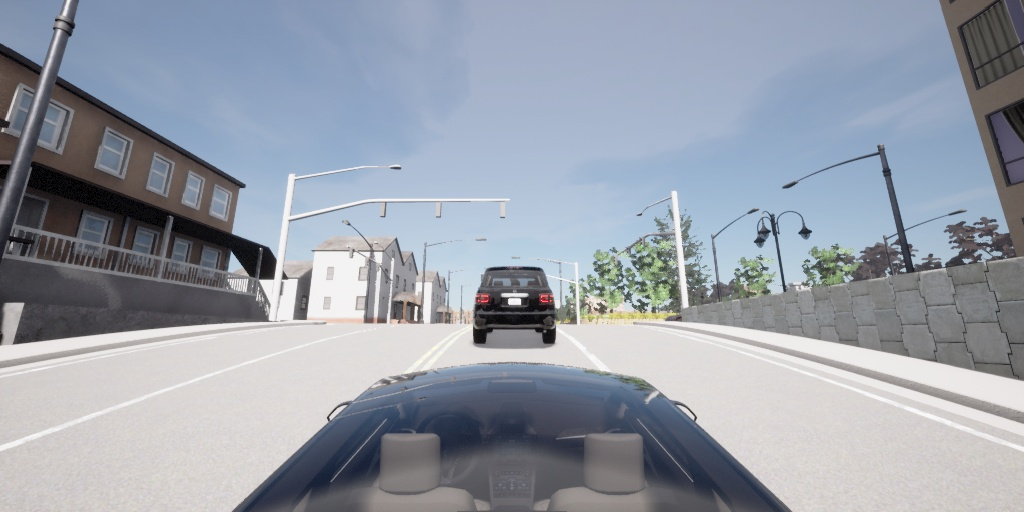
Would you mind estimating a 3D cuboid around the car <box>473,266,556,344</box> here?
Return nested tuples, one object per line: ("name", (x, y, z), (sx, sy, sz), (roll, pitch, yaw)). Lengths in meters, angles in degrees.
("car", (0.069, 1.502, 11.184), (2.150, 2.045, 5.566), (0, -7, 0))

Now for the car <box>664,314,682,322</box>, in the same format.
("car", (15.884, 5.453, 31.717), (4.553, 1.767, 2.097), (0, -12, 1))
